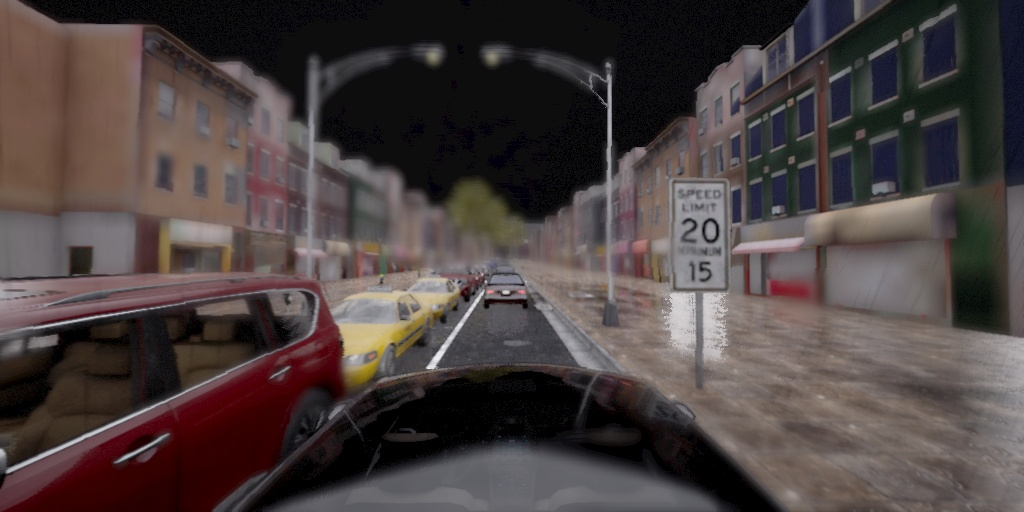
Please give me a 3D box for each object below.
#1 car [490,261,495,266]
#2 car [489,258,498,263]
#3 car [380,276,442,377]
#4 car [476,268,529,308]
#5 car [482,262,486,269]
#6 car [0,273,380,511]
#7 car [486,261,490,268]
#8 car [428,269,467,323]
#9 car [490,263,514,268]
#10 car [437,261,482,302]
[{"bbox_3d":[-3.324,1.593,40.507,2.007,1.370,4.403,0,0,-1],"label":"car"},{"bbox_3d":[-3.787,1.595,61.332,1.882,1.535,5.008,0,0,-1],"label":"car"},{"bbox_3d":[-2.758,1.315,7.122,1.751,1.417,4.829,0,0,-1],"label":"car"},{"bbox_3d":[-0.264,1.427,15.857,2.033,1.411,5.357,0,0,-1],"label":"car"},{"bbox_3d":[-3.042,1.375,23.898,1.967,1.591,4.097,0,0,-1],"label":"car"},{"bbox_3d":[-2.666,1.054,1.757,2.192,1.841,5.009,0,0,-1],"label":"car"},{"bbox_3d":[-3.136,1.416,29.434,1.967,1.591,4.097,0,0,-1],"label":"car"},{"bbox_3d":[-2.851,1.366,12.656,1.751,1.417,4.829,0,0,-1],"label":"car"},{"bbox_3d":[-0.519,1.544,30.855,2.033,1.411,5.357,0,0,-1],"label":"car"},{"bbox_3d":[-2.948,1.205,18.361,2.192,1.841,5.009,0,0,-1],"label":"car"}]
